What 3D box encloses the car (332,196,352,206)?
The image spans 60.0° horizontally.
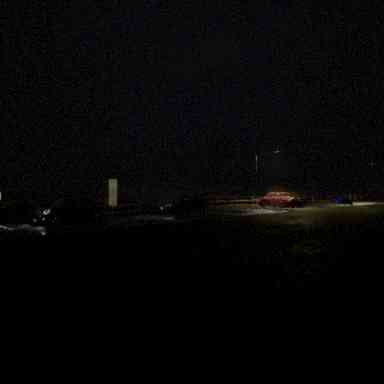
[{"bbox_3d":[24.356,1.341,53.893,1.882,1.535,5.008,1,1,43],"label":"car"}]

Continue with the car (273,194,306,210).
[{"bbox_3d":[12.587,1.381,41.569,2.128,1.511,4.902,1,1,43],"label":"car"}]

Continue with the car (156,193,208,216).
[{"bbox_3d":[-0.801,1.093,31.561,2.150,2.045,5.566,1,1,43],"label":"car"}]

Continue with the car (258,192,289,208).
[{"bbox_3d":[11.075,1.064,44.212,2.150,2.045,5.566,1,1,44],"label":"car"}]

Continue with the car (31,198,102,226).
[{"bbox_3d":[-8.579,1.244,22.991,2.097,1.767,4.553,1,1,41],"label":"car"}]
